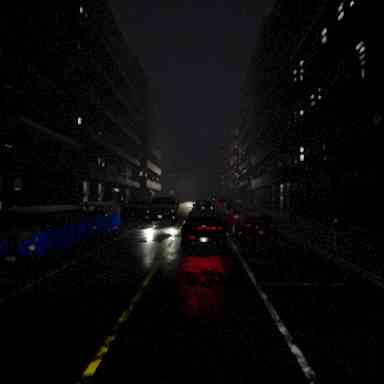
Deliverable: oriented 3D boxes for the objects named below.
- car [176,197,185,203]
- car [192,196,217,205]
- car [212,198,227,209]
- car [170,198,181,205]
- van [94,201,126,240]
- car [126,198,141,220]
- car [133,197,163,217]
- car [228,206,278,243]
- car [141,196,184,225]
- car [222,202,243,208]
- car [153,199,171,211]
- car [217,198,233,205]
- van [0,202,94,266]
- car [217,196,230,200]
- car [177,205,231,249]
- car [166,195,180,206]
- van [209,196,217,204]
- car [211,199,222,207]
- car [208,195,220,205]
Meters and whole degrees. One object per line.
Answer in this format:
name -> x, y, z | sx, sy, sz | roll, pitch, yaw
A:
car -> -2.804, 2.023, 83.249 | 1.802, 1.307, 4.206 | 2, 0, 2
car -> 1.035, 1.486, 31.685 | 2.097, 1.767, 4.553 | 0, 0, 2
car -> 4.034, 1.687, 49.784 | 1.967, 1.590, 4.097 | 2, 0, 2
car -> -3.306, 1.860, 66.663 | 1.887, 1.381, 4.507 | 2, 0, 2
van -> -4.810, 1.378, 16.913 | 1.690, 1.788, 3.998 | 2, 0, 2
car -> -4.474, 1.403, 27.969 | 2.192, 1.841, 5.009 | 2, 0, 2
car -> -4.306, 1.430, 33.496 | 2.192, 1.841, 5.009 | 2, 0, 2
car -> 3.059, 1.622, 16.612 | 1.887, 1.381, 4.507 | 2, 0, 2
car -> -2.098, 1.309, 25.351 | 2.150, 2.045, 5.566 | 0, 0, 2
car -> 3.227, 1.646, 22.139 | 1.887, 1.381, 4.507 | 2, 0, 2
car -> -3.978, 1.740, 44.553 | 1.947, 1.339, 4.313 | 2, 0, 2
car -> 3.405, 1.568, 27.668 | 1.967, 1.590, 4.097 | 2, 0, 2
van -> -4.977, 1.354, 11.384 | 1.690, 1.788, 3.998 | 2, 0, 2
car -> 3.702, 1.498, 38.727 | 2.192, 1.841, 5.009 | 2, 0, 2
car -> 0.525, 1.562, 15.016 | 1.837, 1.490, 4.892 | 0, 0, 2
car -> -3.467, 1.592, 61.136 | 2.192, 1.841, 5.009 | 2, 0, 2
van -> 4.875, 1.779, 77.429 | 1.690, 1.788, 3.998 | 1, 0, 2
car -> 4.366, 1.899, 60.841 | 1.802, 1.307, 4.206 | 1, 0, 2
car -> 4.709, 1.710, 71.900 | 2.192, 1.841, 5.009 | 1, 0, 2
